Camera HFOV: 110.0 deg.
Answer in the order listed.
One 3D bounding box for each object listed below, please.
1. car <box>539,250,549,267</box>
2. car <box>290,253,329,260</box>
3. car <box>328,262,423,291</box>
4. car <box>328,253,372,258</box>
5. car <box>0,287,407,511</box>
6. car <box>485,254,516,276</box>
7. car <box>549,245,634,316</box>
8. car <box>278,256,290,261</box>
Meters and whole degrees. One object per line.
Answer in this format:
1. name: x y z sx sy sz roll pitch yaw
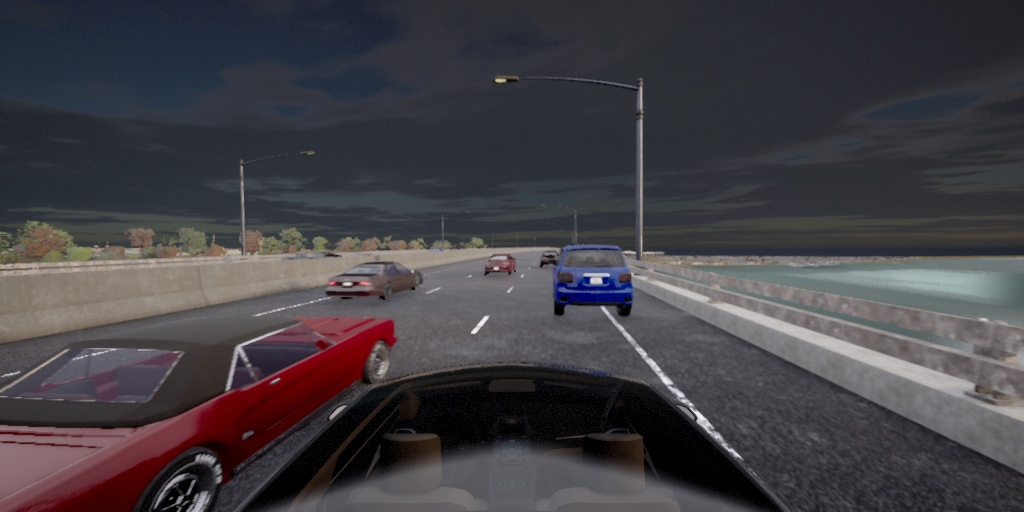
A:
1. car: 3.635 0.261 34.047 1.837 1.490 4.892 0 2 7
2. car: -17.717 0.457 33.267 1.837 1.490 4.892 0 2 7
3. car: -5.426 0.944 14.899 2.033 1.411 5.357 0 2 6
4. car: -14.201 0.471 33.278 2.033 1.411 5.357 0 2 6
5. car: -3.004 1.309 3.872 1.895 1.301 4.718 0 2 6
6. car: -0.766 0.566 25.633 1.812 1.442 4.674 0 2 6
7. car: 2.428 0.647 11.860 2.150 2.045 5.566 0 2 6
8. car: -21.017 0.487 35.180 1.994 1.385 4.181 0 2 7
